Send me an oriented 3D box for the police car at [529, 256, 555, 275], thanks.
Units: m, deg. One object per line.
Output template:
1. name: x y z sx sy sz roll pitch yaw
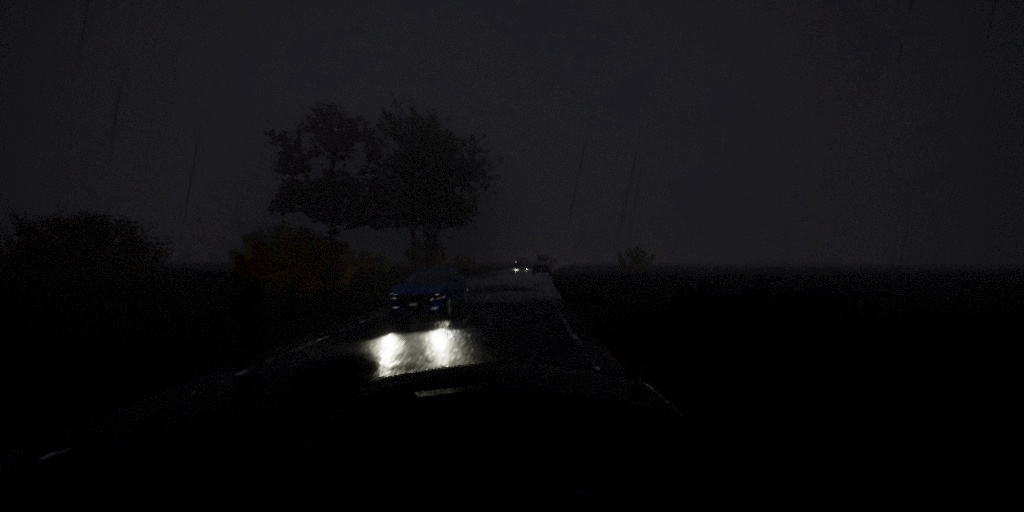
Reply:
1. police car: 3.150 1.081 37.220 1.930 1.638 5.238 0 0 7

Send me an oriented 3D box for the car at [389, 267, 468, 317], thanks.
1. car: -2.861 1.171 13.225 1.882 1.535 5.008 0 0 2

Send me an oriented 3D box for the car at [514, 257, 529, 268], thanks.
1. car: 1.643 0.933 54.233 2.097 1.767 4.553 0 0 11
